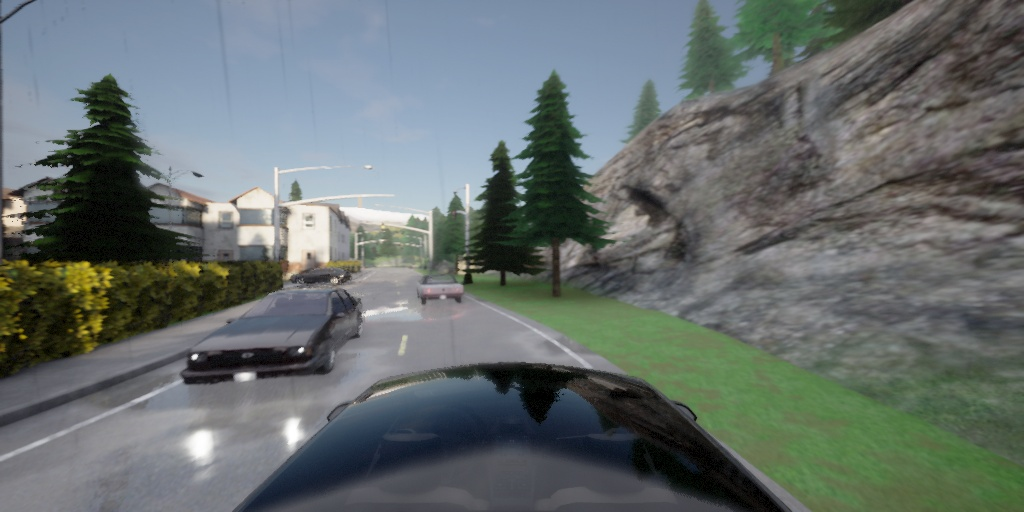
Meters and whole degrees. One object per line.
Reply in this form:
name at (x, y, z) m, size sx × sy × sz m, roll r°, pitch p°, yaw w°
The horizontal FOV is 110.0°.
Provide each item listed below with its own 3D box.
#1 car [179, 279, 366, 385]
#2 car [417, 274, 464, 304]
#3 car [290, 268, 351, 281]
car at (-4.517, 1.426, 7.861) m, size 2.033 × 1.411 × 5.357 m, roll -1°, pitch -1°, yaw -13°
car at (-3.704, 1.569, 17.936) m, size 1.895 × 1.301 × 4.718 m, roll -1°, pitch -1°, yaw -18°
car at (-16.986, 1.809, 31.955) m, size 4.892 × 1.490 × 1.837 m, roll -1°, pitch -3°, yaw -7°
